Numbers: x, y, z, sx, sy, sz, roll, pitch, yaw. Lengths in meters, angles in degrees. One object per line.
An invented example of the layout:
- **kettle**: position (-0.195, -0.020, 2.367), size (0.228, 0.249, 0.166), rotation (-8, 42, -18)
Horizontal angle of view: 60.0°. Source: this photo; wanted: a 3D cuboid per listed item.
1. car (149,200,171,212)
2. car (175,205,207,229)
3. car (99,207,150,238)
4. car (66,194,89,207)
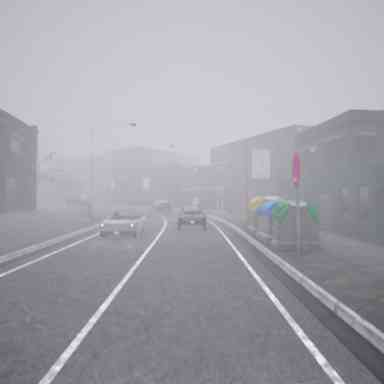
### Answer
- **car**: position (-4.020, 1.731, 41.610), size (1.837, 1.490, 4.892), rotation (1, -1, -22)
- **car**: position (-0.095, 1.613, 22.428), size (2.128, 1.511, 4.902), rotation (0, 0, -3)
- **car**: position (-3.687, 1.699, 18.322), size (1.895, 1.301, 4.718), rotation (0, 0, -1)
- **car**: position (-19.139, 1.377, 56.139), size (5.566, 2.045, 2.150), rotation (0, -1, 40)
